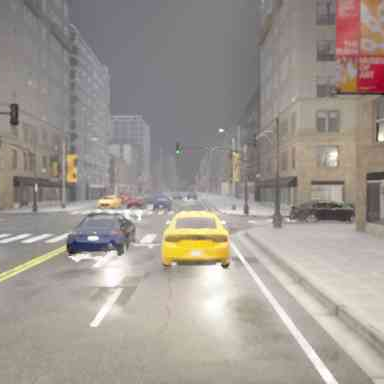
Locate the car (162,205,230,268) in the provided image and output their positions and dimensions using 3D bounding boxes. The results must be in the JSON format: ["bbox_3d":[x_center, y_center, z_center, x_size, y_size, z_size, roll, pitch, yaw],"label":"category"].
[{"bbox_3d":[0.129,1.395,10.969,1.882,1.535,5.008,0,0,0],"label":"car"}]

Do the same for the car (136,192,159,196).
[{"bbox_3d":[-6.535,1.183,49.442,2.033,1.411,5.357,0,0,0],"label":"car"}]

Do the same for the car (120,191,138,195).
[{"bbox_3d":[-9.786,0.854,49.839,2.150,2.045,5.566,0,0,0],"label":"car"}]

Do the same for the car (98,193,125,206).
[{"bbox_3d":[-9.825,1.185,39.905,1.882,1.535,5.008,0,0,0],"label":"car"}]

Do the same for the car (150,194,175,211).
[{"bbox_3d":[-3.132,1.261,36.020,1.812,1.442,4.674,0,1,0],"label":"car"}]

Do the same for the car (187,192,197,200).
[{"bbox_3d":[0.032,0.831,70.028,2.097,1.767,4.553,0,0,0],"label":"car"}]

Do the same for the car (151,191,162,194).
[{"bbox_3d":[-6.473,0.777,59.915,2.150,2.045,5.566,0,0,0],"label":"car"}]

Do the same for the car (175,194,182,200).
[{"bbox_3d":[-3.217,1.013,72.235,1.994,1.385,4.181,0,0,0],"label":"car"}]

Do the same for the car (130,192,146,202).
[{"bbox_3d":[-9.723,0.909,59.830,2.097,1.767,4.553,0,0,0],"label":"car"}]

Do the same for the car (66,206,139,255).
[{"bbox_3d":[-3.331,1.468,12.857,1.994,1.385,4.181,0,0,-3],"label":"car"}]

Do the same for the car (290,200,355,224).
[{"bbox_3d":[9.138,1.374,22.462,4.892,1.490,1.837,0,-3,-1],"label":"car"}]

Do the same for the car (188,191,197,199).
[{"bbox_3d":[0.036,0.674,80.239,2.097,1.767,4.553,0,0,0],"label":"car"}]

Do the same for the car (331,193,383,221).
[{"bbox_3d":[13.738,1.090,25.126,5.566,2.045,2.150,0,0,0],"label":"car"}]

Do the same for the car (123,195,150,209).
[{"bbox_3d":[-6.573,1.309,39.798,1.895,1.301,4.718,0,0,0],"label":"car"}]
